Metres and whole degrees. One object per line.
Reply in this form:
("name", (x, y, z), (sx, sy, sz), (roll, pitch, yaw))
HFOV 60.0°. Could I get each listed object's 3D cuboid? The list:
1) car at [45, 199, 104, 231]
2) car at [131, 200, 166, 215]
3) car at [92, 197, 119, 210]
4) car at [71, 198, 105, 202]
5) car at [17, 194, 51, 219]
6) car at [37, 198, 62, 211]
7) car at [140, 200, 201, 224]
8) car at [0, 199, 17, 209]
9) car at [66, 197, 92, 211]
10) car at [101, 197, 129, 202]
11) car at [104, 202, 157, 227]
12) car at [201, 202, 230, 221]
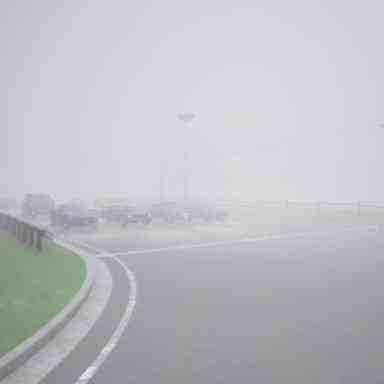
("car", (-7.590, 1.481, 21.193), (1.882, 1.535, 5.008), (0, 0, -36))
("car", (-4.638, 1.574, 35.038), (1.994, 1.385, 4.181), (0, 0, -35))
("car", (-11.662, 1.508, 44.756), (1.837, 1.490, 4.892), (0, 2, -36))
("car", (-9.901, 1.531, 30.361), (1.812, 1.442, 4.674), (0, 0, -36))
("car", (-13.559, 1.222, 29.448), (2.150, 2.045, 5.566), (0, 0, -36))
("car", (-17.572, 1.531, 40.989), (1.812, 1.442, 4.674), (0, 0, -36))
("car", (-1.813, 1.499, 25.152), (2.128, 1.511, 4.902), (0, 0, -36))
("car", (-24.522, 1.604, 44.674), (1.895, 1.301, 4.718), (0, 0, -35))
("car", (-14.668, 1.510, 42.940), (1.837, 1.490, 4.892), (0, 1, -36))
("car", (-7.103, 1.360, 32.467), (2.097, 1.767, 4.553), (0, 0, -36))
("car", (-4.581, 1.606, 23.005), (1.895, 1.301, 4.718), (0, 0, -36))
("car", (0.759, 1.557, 27.569), (2.033, 1.411, 5.357), (0, 0, -36))
